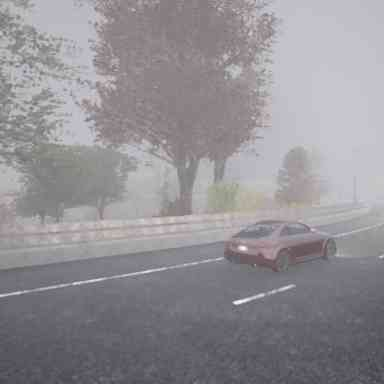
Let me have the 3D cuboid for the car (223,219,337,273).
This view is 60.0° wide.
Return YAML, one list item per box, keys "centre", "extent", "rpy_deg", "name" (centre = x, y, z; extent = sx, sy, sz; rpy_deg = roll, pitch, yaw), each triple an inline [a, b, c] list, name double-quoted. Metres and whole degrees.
- centre: [2.983, 1.593, 10.904]
  extent: [4.181, 1.385, 1.994]
  rpy_deg: [0, 0, -41]
  name: "car"
